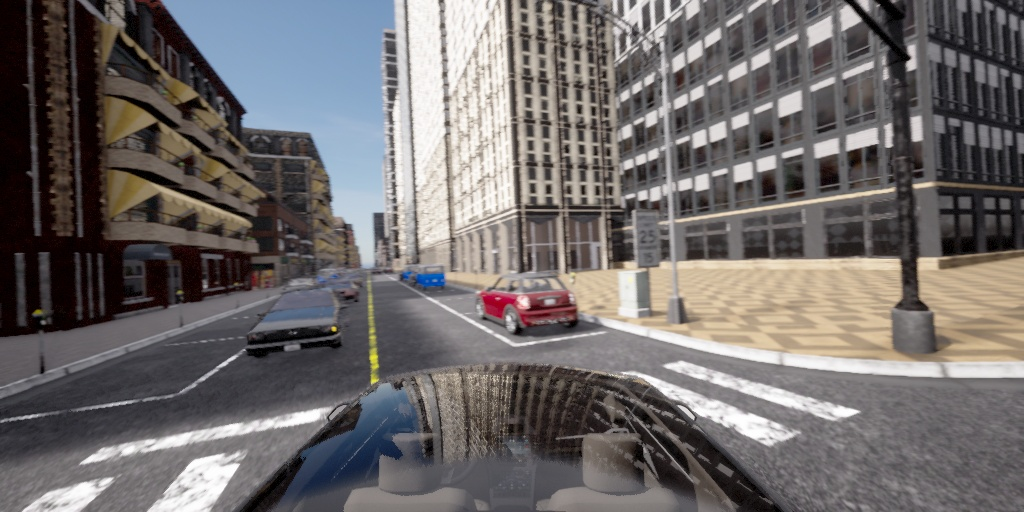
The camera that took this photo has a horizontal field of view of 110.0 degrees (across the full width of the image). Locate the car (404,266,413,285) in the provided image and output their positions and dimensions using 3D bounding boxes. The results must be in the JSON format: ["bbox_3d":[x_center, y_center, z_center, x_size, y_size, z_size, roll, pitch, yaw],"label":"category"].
[{"bbox_3d":[-8.107,1.885,31.845,2.007,1.370,4.403,0,0,-22],"label":"car"}]

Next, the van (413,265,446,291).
[{"bbox_3d":[-6.010,1.539,26.602,1.690,1.789,3.998,0,0,-22],"label":"van"}]

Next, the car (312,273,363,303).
[{"bbox_3d":[-9.709,1.902,20.200,1.994,1.385,4.181,-3,0,-22],"label":"car"}]

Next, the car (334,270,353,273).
[{"bbox_3d":[-14.610,2.219,32.510,1.994,1.385,4.181,-3,0,-22],"label":"car"}]

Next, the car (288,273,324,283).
[{"bbox_3d":[-13.780,2.109,23.484,2.007,1.370,4.403,0,0,-22],"label":"car"}]

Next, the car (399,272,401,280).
[{"bbox_3d":[-12.302,2.175,42.331,1.948,1.339,4.313,0,0,-22],"label":"car"}]

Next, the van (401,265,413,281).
[{"bbox_3d":[-10.204,1.813,37.088,1.690,1.789,3.998,0,0,-22],"label":"van"}]

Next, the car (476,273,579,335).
[{"bbox_3d":[0.284,1.231,10.873,1.967,1.591,4.097,0,0,-22],"label":"car"}]

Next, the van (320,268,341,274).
[{"bbox_3d":[-20.073,2.310,39.212,1.690,1.789,3.998,0,0,-22],"label":"van"}]

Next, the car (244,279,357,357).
[{"bbox_3d":[-5.667,1.624,10.093,2.033,1.411,5.357,-3,0,-22],"label":"car"}]

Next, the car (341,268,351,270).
[{"bbox_3d":[-26.365,2.699,54.941,2.192,1.841,5.009,0,0,-22],"label":"car"}]
